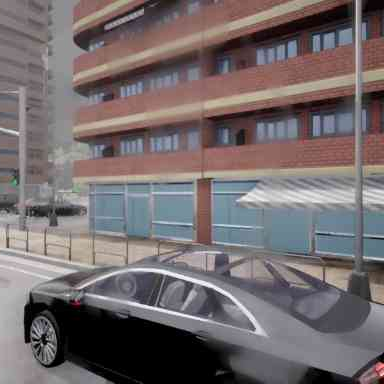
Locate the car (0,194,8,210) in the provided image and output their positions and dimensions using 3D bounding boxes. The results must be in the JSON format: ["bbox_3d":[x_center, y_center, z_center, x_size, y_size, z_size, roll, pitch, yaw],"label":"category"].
[{"bbox_3d":[-20.174,1.221,35.029,2.150,2.045,5.566,0,0,35],"label":"car"}]

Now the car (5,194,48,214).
[{"bbox_3d":[-16.249,1.352,34.471,2.097,1.767,4.553,0,0,36],"label":"car"}]

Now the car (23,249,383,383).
[{"bbox_3d":[-0.172,1.491,4.112,4.902,1.511,2.128,0,0,35],"label":"car"}]

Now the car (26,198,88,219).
[{"bbox_3d":[-11.447,1.477,28.847,1.882,1.535,5.008,0,0,36],"label":"car"}]
